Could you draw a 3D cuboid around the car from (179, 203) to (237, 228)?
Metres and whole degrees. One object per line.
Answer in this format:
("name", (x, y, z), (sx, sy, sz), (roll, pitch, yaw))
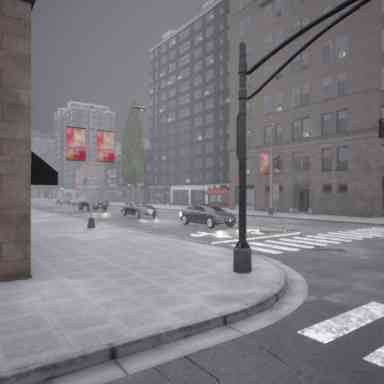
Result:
("car", (0.993, 1.566, 22.714), (1.837, 1.490, 4.892), (0, 0, -35))

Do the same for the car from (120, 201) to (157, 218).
("car", (-5.047, 1.592, 31.114), (2.128, 1.511, 4.902), (0, 0, -36))

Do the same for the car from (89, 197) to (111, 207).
("car", (-15.993, 1.709, 57.816), (2.128, 1.511, 4.902), (0, 0, -36))

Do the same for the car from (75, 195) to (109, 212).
("car", (-12.357, 1.371, 41.309), (2.150, 2.045, 5.566), (0, 0, -36))

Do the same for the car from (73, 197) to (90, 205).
("car", (-21.937, 1.758, 66.089), (1.837, 1.490, 4.892), (0, 0, -36))

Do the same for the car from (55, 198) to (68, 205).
("car", (-25.311, 1.800, 65.207), (2.033, 1.411, 5.357), (0, 0, -36))

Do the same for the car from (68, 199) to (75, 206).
("car", (-19.106, 1.779, 56.586), (1.994, 1.385, 4.181), (0, 0, -36))
